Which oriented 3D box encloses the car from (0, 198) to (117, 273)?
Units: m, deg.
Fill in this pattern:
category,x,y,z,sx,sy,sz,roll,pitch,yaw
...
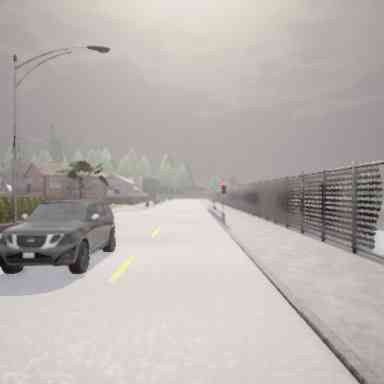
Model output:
category,x,y,z,sx,sy,sz,roll,pitch,yaw
car,-4.072,1.250,11.095,2.150,2.045,5.566,0,0,0
